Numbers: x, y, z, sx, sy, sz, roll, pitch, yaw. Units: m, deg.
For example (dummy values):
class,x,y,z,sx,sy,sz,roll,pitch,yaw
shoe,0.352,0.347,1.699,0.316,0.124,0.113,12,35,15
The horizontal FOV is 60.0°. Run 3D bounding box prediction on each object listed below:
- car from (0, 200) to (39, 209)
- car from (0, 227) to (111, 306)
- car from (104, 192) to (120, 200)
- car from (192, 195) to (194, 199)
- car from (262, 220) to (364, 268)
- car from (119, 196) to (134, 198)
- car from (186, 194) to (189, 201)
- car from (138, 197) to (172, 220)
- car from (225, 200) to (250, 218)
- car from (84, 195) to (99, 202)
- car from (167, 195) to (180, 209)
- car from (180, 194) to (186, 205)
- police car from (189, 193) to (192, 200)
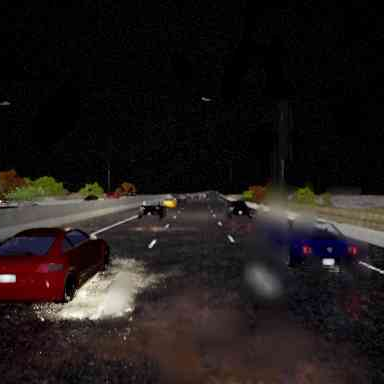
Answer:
class,x,y,z,sx,sy,sz,roll,pitch,yaw
car,-13.860,1.412,26.289,2.128,1.511,4.902,0,0,1
car,-3.364,1.536,8.055,1.994,1.385,4.181,0,0,0
car,-16.126,1.079,67.279,2.150,2.045,5.566,0,0,2
car,-1.215,1.359,86.938,2.128,1.511,4.902,0,0,3
car,3.653,1.566,11.062,1.895,1.301,4.718,0,0,0
car,-12.629,1.452,67.140,1.895,1.301,4.718,0,0,2
car,-2.203,1.472,65.054,1.895,1.301,4.718,0,0,2
car,-3.147,1.414,27.206,2.128,1.511,4.902,0,0,1
car,3.880,1.449,28.710,1.812,1.442,4.674,0,0,1
car,-19.706,1.354,65.276,1.837,1.490,4.892,0,0,2
car,-2.910,1.353,43.290,1.801,1.575,5.366,0,0,1
car,-2.595,1.234,54.033,2.097,1.767,4.553,0,0,2
police car,-1.744,1.371,75.983,2.038,1.542,4.974,0,0,3
